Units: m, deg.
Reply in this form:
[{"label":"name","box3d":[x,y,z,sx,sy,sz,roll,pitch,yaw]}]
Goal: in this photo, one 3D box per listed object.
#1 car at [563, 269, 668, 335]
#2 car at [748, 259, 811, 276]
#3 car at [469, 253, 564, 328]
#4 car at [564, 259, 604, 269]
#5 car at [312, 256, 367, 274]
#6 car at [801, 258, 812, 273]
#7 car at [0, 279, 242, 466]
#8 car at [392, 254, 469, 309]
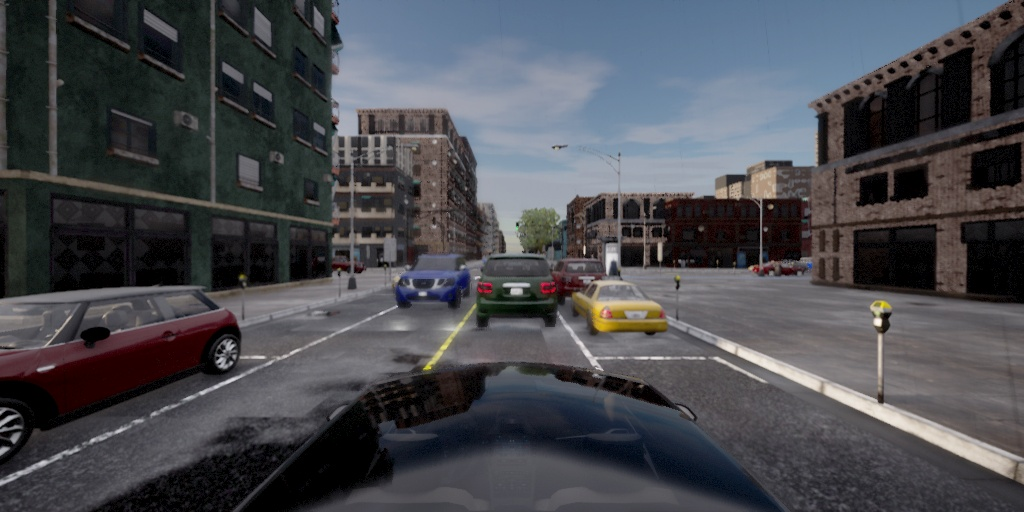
[{"label":"car","box3d":[2.731,1.245,10.169,1.751,1.417,4.829,0,0,0]},{"label":"car","box3d":[26.317,1.297,35.446,4.507,1.381,1.888,0,0,0]},{"label":"car","box3d":[0.149,0.937,11.382,2.150,2.045,5.566,0,0,1]},{"label":"car","box3d":[2.758,1.014,15.539,2.192,1.841,5.009,0,0,0]},{"label":"car","box3d":[-17.107,0.892,35.411,5.009,1.841,2.192,0,0,0]},{"label":"car","box3d":[31.241,1.244,41.288,4.902,1.511,2.128,0,0,0]},{"label":"car","box3d":[-5.679,1.180,4.503,1.967,1.591,4.097,0,0,0]},{"label":"car","box3d":[-3.026,0.923,14.982,2.150,2.045,5.566,0,0,0]}]
